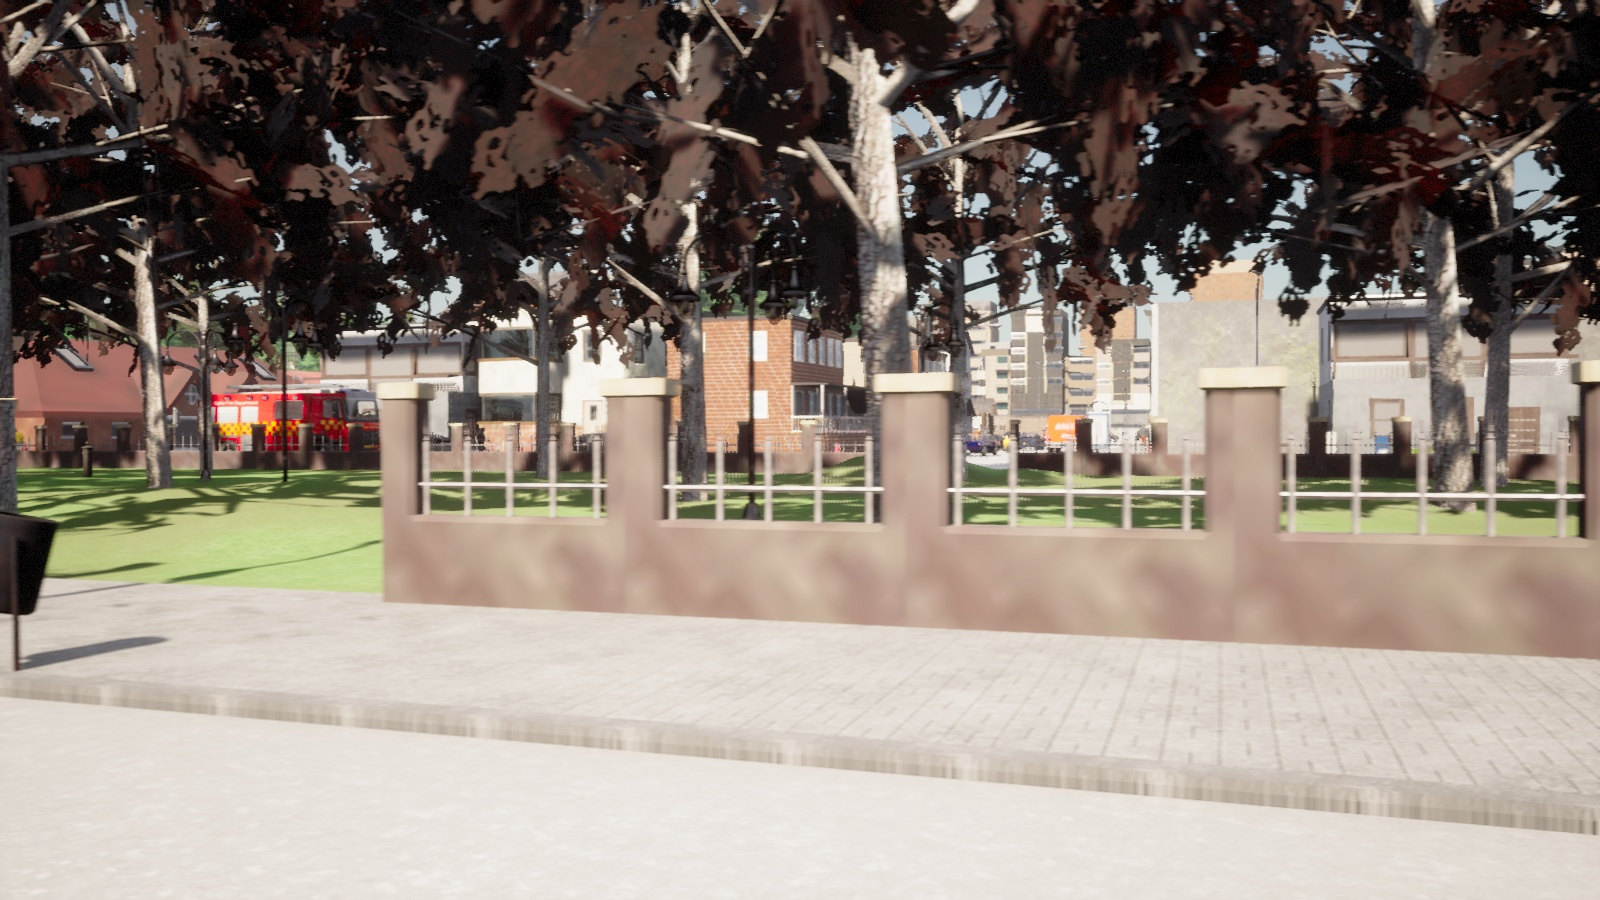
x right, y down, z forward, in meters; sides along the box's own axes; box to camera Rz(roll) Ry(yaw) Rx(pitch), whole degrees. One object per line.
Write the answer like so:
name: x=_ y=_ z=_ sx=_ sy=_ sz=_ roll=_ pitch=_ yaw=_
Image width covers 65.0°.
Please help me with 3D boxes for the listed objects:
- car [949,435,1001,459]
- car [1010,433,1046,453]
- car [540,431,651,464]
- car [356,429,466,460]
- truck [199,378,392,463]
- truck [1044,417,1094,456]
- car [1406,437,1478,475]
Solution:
car: x=10.171 y=-0.197 z=72.627 sx=1.895 sy=1.301 sz=4.718 roll=1 pitch=1 yaw=22
car: x=16.851 y=-0.529 z=92.596 sx=1.994 sy=1.385 sz=4.181 roll=1 pitch=1 yaw=19
car: x=-9.571 y=-0.144 z=58.703 sx=4.892 sy=1.490 sz=1.837 roll=1 pitch=1 yaw=24
car: x=-19.289 y=-0.287 z=62.262 sx=4.902 sy=1.511 sz=2.128 roll=1 pitch=1 yaw=18
truck: x=-23.875 y=-1.379 z=59.453 sx=8.468 sy=3.827 sz=2.891 roll=0 pitch=1 yaw=16
truck: x=17.757 y=-0.919 z=82.777 sx=2.627 sy=2.467 sz=5.204 roll=1 pitch=1 yaw=19
car: x=24.269 y=0.211 z=47.548 sx=2.207 sy=1.376 sz=1.481 roll=1 pitch=1 yaw=19
